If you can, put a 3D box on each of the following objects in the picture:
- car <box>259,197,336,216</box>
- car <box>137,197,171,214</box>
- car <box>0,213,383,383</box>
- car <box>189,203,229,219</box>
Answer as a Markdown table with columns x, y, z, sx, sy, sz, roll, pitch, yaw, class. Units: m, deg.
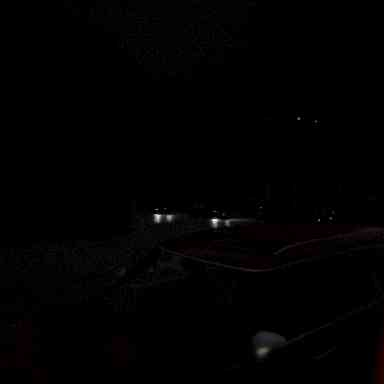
| x | y | z | sx | sy | sz | roll | pitch | yaw | class |
| --- | --- | --- | --- | --- | --- | --- | --- | --- | --- |
| 7.291 | 1.365 | 23.554 | 2.150 | 2.045 | 5.566 | 0 | -1 | -36 | car |
| -4.690 | 1.579 | 40.320 | 2.150 | 2.045 | 5.566 | 0 | 0 | -35 | car |
| 0.483 | 1.314 | 3.157 | 5.009 | 1.841 | 2.192 | 0 | 0 | -35 | car |
| 1.489 | 1.766 | 31.656 | 1.812 | 1.442 | 4.674 | 0 | -1 | -36 | car |
